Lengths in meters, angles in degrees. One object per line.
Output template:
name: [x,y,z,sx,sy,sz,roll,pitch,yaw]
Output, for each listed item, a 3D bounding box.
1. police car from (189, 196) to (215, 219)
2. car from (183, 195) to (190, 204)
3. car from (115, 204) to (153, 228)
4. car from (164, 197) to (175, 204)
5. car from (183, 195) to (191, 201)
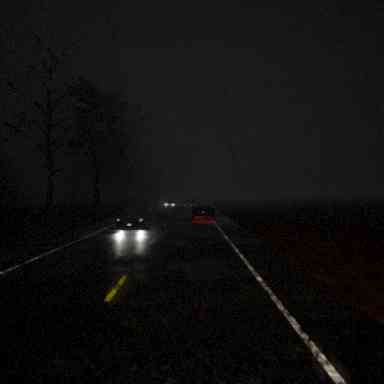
police car: [0.899,1.412,29.080,1.930,1.638,5.238,0,0,-1]
car: [-0.732,1.605,64.770,1.895,1.301,4.718,0,0,-1]
car: [-3.691,1.535,22.152,2.033,1.411,5.357,0,0,0]
car: [-4.250,1.561,63.685,1.994,1.385,4.181,0,0,-1]
car: [-1.187,1.415,82.235,1.994,1.385,4.181,0,0,-2]
